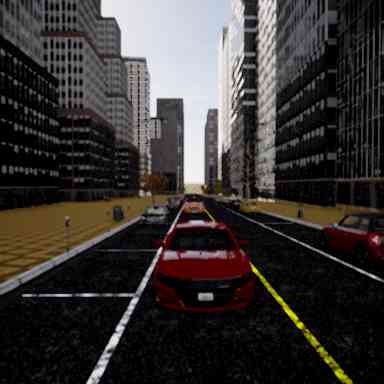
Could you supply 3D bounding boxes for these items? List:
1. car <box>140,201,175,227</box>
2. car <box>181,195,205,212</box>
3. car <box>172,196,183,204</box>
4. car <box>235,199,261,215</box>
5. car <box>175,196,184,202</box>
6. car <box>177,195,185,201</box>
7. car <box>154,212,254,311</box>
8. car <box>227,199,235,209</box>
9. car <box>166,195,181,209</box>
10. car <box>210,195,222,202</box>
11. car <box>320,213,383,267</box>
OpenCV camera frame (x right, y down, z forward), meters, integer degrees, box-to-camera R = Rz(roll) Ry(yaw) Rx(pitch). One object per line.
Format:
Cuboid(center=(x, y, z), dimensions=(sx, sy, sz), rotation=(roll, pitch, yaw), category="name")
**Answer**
Cuboid(center=(-2.458, 1.540, 22.688), dimensions=(2.008, 1.369, 4.403), rotation=(-1, 0, 0), category="car")
Cuboid(center=(0.190, 1.340, 34.525), dimensions=(2.097, 1.767, 4.553), rotation=(0, 0, 0), category="car")
Cuboid(center=(-2.641, 1.535, 62.063), dimensions=(1.887, 1.381, 4.507), rotation=(-1, 0, 0), category="car")
Cuboid(center=(5.868, 1.513, 34.148), dimensions=(1.752, 1.417, 4.829), rotation=(-1, 0, 0), category="car")
Cuboid(center=(-2.693, 1.577, 73.312), dimensions=(1.802, 1.307, 4.206), rotation=(-1, 0, 0), category="car")
Cuboid(center=(-2.746, 1.551, 84.562), dimensions=(2.008, 1.369, 4.403), rotation=(-1, 0, 0), category="car")
Cuboid(center=(0.213, 1.473, 8.046), dimensions=(1.882, 1.535, 5.008), rotation=(0, 0, 0), category="car")
Cuboid(center=(5.818, 1.554, 45.227), dimensions=(1.947, 1.339, 4.313), rotation=(-1, 0, 0), category="car")
Cuboid(center=(-2.565, 1.427, 45.188), dimensions=(1.967, 1.590, 4.097), rotation=(-1, 0, 0), category="car")
Cuboid(center=(5.685, 1.521, 73.521), dimensions=(1.752, 1.417, 4.829), rotation=(-1, 0, 0), category="car")
Cuboid(center=(5.972, 1.435, 11.478), dimensions=(1.967, 1.590, 4.097), rotation=(-1, 0, 0), category="car")
